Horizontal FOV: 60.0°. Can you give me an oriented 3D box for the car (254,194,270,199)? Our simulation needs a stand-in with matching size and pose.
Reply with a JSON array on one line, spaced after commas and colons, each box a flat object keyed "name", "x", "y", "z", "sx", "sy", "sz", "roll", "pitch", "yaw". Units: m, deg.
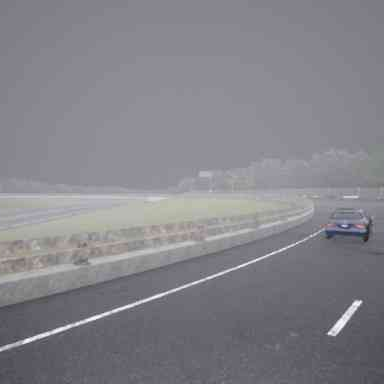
[{"name": "car", "x": 20.070, "y": 1.462, "z": 93.262, "sx": 1.882, "sy": 1.535, "sz": 5.008, "roll": 0, "pitch": 0, "yaw": -15}]

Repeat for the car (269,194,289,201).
[{"name": "car", "x": 21.859, "y": 1.543, "z": 83.523, "sx": 1.994, "sy": 1.385, "sz": 4.181, "roll": 0, "pitch": 0, "yaw": -9}]

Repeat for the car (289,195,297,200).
[{"name": "car", "x": 25.186, "y": 1.543, "z": 85.001, "sx": 1.994, "sy": 1.385, "sz": 4.181, "roll": 0, "pitch": 0, "yaw": -9}]

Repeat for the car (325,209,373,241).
[{"name": "car", "x": 7.987, "y": 1.547, "z": 16.811, "sx": 2.033, "sy": 1.411, "sz": 5.357, "roll": 0, "pitch": 0, "yaw": 30}]
